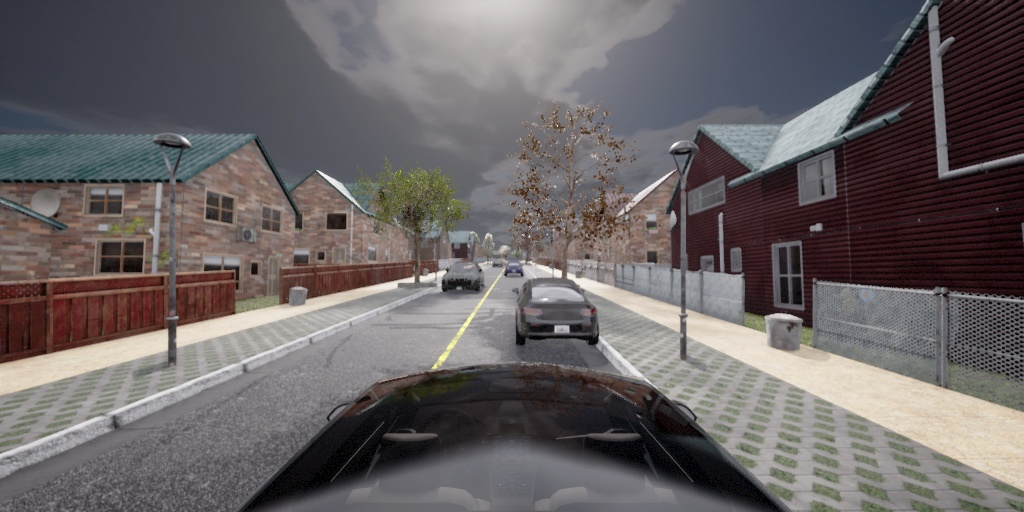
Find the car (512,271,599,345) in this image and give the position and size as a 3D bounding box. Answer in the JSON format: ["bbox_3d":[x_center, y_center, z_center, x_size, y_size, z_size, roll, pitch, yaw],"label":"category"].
[{"bbox_3d":[0.994,1.280,9.365,1.812,1.442,4.674,0,0,0],"label":"car"}]

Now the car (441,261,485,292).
[{"bbox_3d":[-2.772,1.114,21.168,2.097,1.767,4.553,0,0,0],"label":"car"}]

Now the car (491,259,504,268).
[{"bbox_3d":[-2.562,1.313,64.140,1.837,1.490,4.892,0,0,1],"label":"car"}]

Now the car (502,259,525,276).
[{"bbox_3d":[0.209,1.302,37.275,1.812,1.442,4.674,0,0,0],"label":"car"}]
